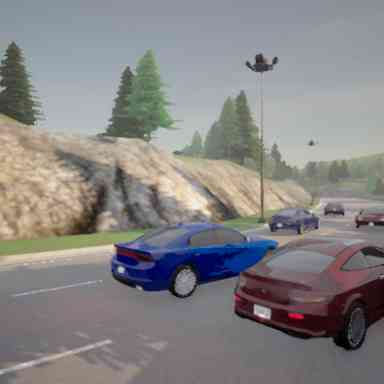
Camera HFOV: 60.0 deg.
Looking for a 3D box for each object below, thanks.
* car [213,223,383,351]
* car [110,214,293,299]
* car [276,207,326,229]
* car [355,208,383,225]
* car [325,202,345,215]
[{"bbox_3d":[2.759,1.562,6.285,4.674,1.442,1.812,0,0,-41],"label":"car"},{"bbox_3d":[0.353,1.540,8.811,5.008,1.535,1.882,0,0,-40],"label":"car"},{"bbox_3d":[6.217,1.645,19.975,1.812,1.442,4.674,0,0,38],"label":"car"},{"bbox_3d":[12.336,1.716,22.489,1.895,1.301,4.718,0,0,33],"label":"car"},{"bbox_3d":[15.648,1.765,36.452,1.994,1.385,4.181,0,0,24],"label":"car"}]
